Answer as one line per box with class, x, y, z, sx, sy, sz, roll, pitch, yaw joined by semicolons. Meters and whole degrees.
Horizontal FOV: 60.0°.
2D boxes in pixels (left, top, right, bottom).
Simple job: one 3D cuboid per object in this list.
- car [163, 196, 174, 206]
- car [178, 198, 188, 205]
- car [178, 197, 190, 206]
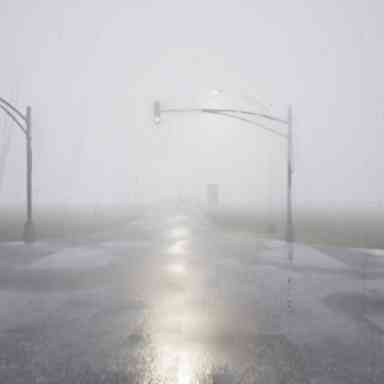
car;-4.375;1.622;62.646;2.097;1.767;4.553;0;0;-3
car;-1.969;1.858;68.616;1.895;1.301;4.718;0;0;-4
car;-1.403;1.592;58.540;2.097;1.767;4.553;0;0;-3
